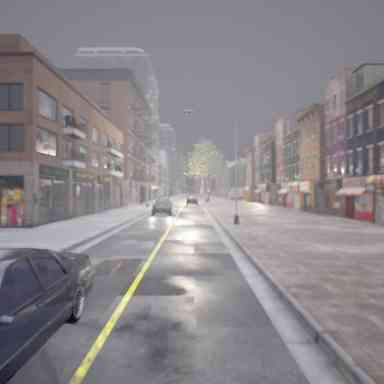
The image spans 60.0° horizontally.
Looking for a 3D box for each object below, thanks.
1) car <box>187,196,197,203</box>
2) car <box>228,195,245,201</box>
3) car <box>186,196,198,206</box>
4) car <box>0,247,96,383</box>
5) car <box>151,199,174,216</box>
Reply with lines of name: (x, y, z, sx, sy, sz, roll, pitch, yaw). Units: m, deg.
car: (0.007, 1.462, 63.801, 1.895, 1.301, 4.718, 0, 0, 0)
car: (10.934, 1.339, 81.944, 4.097, 1.590, 1.967, 0, 0, 0)
car: (0.006, 1.358, 53.486, 1.882, 1.535, 5.008, 0, 0, 0)
car: (-2.842, 1.536, 4.435, 2.033, 1.411, 5.357, 0, 0, 0)
car: (-2.753, 1.436, 31.671, 1.837, 1.490, 4.892, 0, 0, 0)
